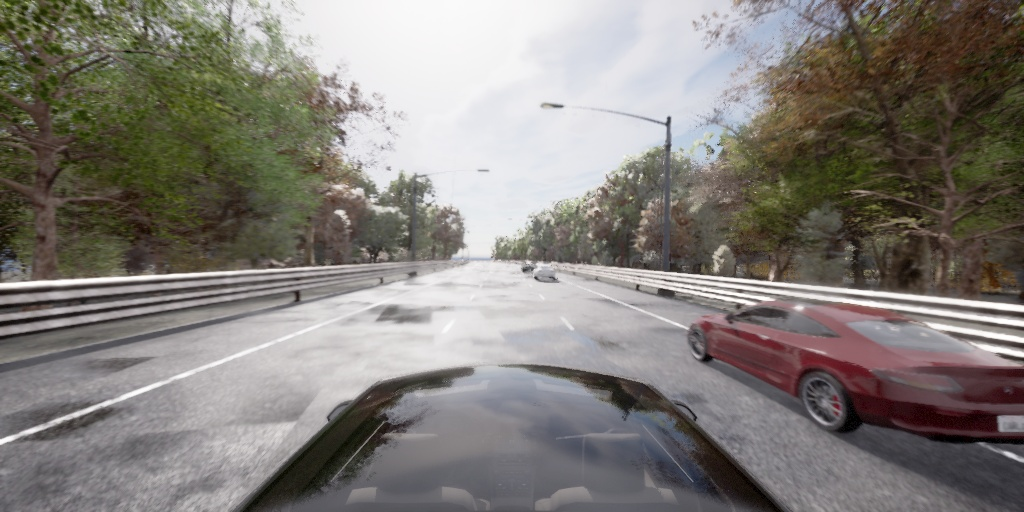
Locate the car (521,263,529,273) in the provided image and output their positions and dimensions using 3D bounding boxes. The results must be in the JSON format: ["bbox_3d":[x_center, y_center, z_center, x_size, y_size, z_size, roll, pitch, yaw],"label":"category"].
[{"bbox_3d":[2.270,1.635,49.999,1.895,1.301,4.718,1,0,-2],"label":"car"}]

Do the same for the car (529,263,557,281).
[{"bbox_3d":[2.937,1.477,33.372,1.812,1.442,4.674,1,0,-2],"label":"car"}]

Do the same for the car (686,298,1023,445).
[{"bbox_3d":[4.605,1.394,5.618,1.812,1.442,4.674,1,0,-1],"label":"car"}]
